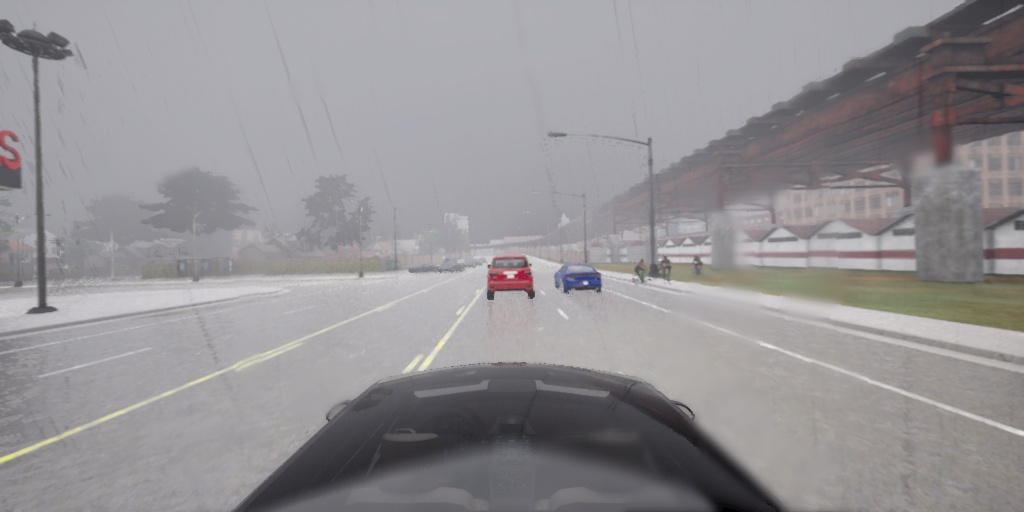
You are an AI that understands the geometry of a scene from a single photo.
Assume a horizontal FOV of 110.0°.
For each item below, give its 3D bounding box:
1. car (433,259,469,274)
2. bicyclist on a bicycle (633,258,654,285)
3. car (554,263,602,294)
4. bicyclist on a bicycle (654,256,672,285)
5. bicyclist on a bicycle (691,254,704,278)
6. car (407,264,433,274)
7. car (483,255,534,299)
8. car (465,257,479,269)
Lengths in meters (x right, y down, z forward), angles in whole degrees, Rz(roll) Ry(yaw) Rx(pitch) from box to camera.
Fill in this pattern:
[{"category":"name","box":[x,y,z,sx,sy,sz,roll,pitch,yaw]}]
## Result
[{"category":"car","box":[-7.992,1.538,47.568,2.033,1.411,5.357,-1,0,14]},{"category":"bicyclist on a bicycle","box":[7.801,0.969,21.473,0.582,1.620,1.656,-11,0,-28]},{"category":"car","box":[3.481,1.136,19.578,1.882,1.535,5.008,-2,0,-1]},{"category":"bicyclist on a bicycle","box":[8.615,0.815,20.061,0.582,1.620,1.656,-2,0,9]},{"category":"bicyclist on a bicycle","box":[12.596,0.705,24.386,0.582,1.620,1.656,-2,0,-1]},{"category":"car","box":[-11.902,1.702,48.589,1.895,1.301,4.718,-1,0,27]},{"category":"car","box":[-0.085,0.981,18.502,2.150,2.045,5.566,-2,0,-1]},{"category":"car","box":[-7.568,1.488,63.759,1.837,1.490,4.892,-2,0,0]}]
